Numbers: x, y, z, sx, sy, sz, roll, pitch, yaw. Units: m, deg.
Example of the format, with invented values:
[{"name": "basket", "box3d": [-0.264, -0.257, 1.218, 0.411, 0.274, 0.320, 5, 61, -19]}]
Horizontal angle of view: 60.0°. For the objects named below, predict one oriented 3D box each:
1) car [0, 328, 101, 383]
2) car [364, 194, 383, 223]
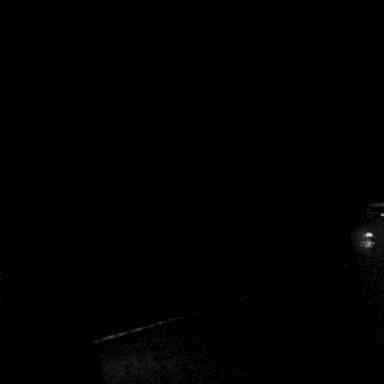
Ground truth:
[{"name": "car", "box3d": [-2.834, 1.537, 1.807, 4.674, 1.442, 1.812, 0, 0, -35]}, {"name": "car", "box3d": [14.068, 1.155, 24.471, 2.150, 2.045, 5.566, 0, 1, 30]}]
